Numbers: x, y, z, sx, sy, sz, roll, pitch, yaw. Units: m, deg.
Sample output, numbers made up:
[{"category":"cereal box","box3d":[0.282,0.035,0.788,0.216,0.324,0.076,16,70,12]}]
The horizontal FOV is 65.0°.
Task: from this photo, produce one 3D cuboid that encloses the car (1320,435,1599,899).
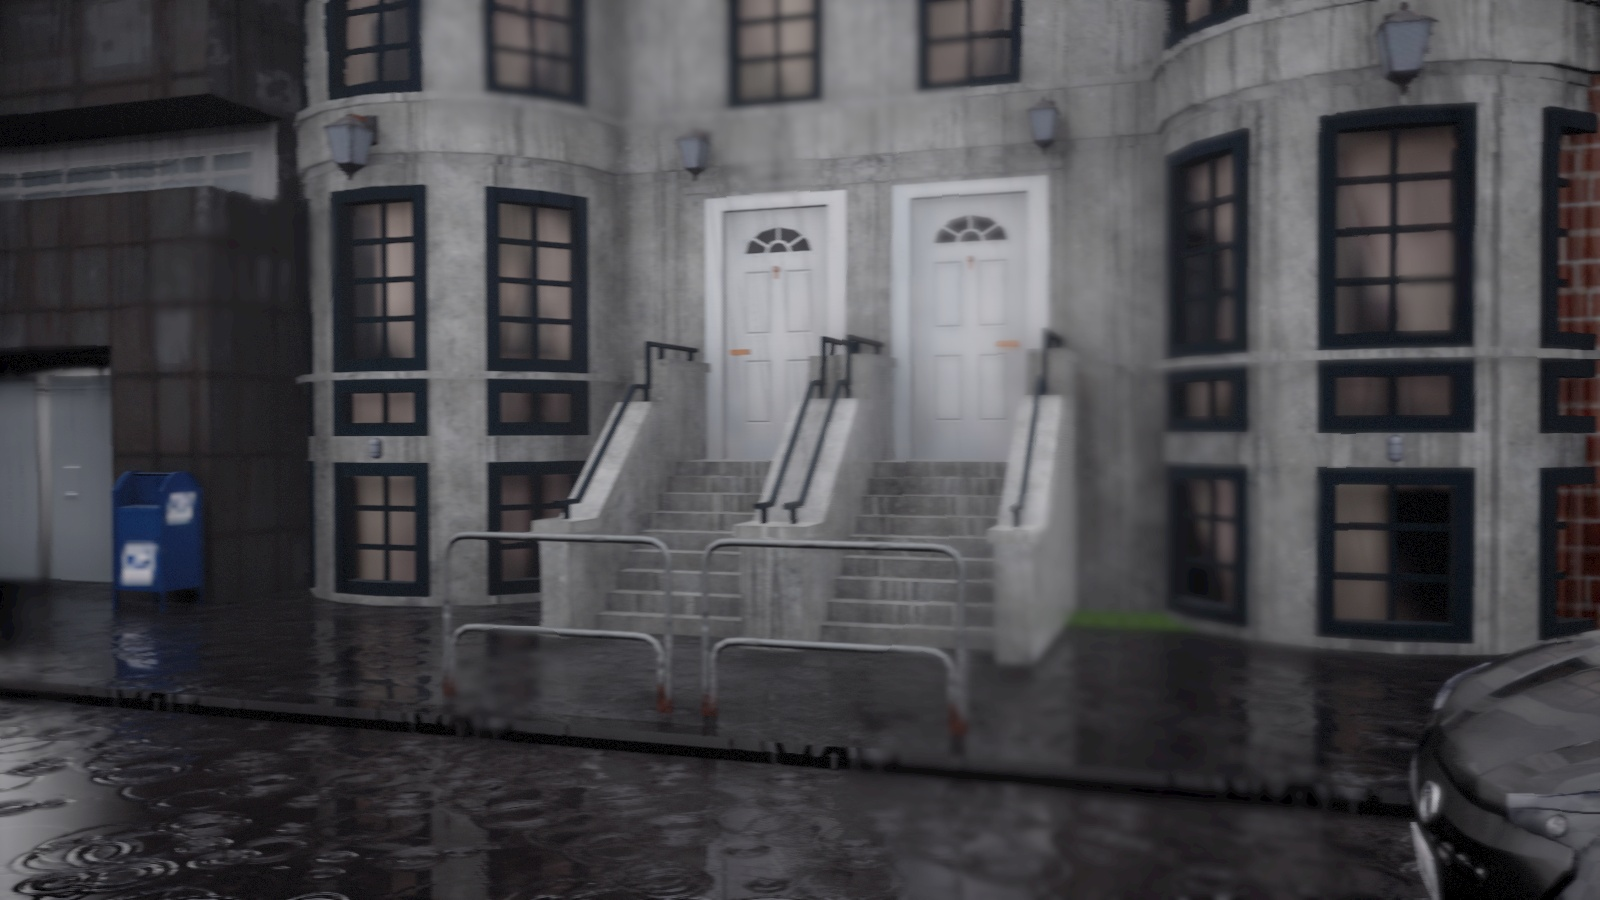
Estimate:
[{"category":"car","box3d":[3.564,0.746,2.521,4.514,1.525,2.007,1,1,19]}]
